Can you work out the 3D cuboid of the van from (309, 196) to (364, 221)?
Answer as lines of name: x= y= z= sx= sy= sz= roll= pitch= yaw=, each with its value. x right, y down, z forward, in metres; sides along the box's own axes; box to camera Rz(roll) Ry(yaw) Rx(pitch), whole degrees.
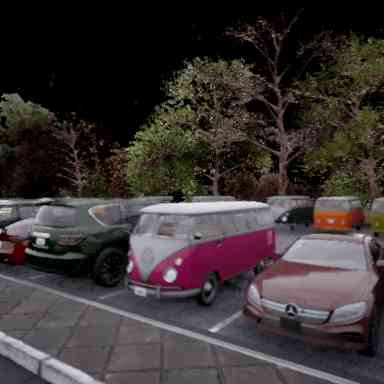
van: x=8.275 y=1.233 z=18.565 sx=1.878 sy=1.987 sz=4.442 roll=0 pitch=0 yaw=36

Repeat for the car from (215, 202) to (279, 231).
car: x=3.736 y=1.473 z=21.710 sx=2.097 sy=1.535 sz=5.008 roll=-1 pitch=-1 yaw=36

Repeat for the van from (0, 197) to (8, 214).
van: x=-6.378 y=1.290 z=12.731 sx=1.878 sy=1.987 sz=4.442 roll=-1 pitch=-1 yaw=36

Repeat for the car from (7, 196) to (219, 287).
car: x=-1.806 y=1.203 z=9.605 sx=2.435 sy=2.045 sz=5.566 roll=0 pitch=0 yaw=36

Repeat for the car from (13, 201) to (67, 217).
car: x=-16.474 y=1.820 z=36.307 sx=2.231 sy=1.521 sz=4.892 roll=-1 pitch=-1 yaw=36

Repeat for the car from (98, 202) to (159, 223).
car: x=-5.249 y=1.628 z=28.192 sx=2.231 sy=1.521 sz=4.892 roll=-1 pitch=-1 yaw=36

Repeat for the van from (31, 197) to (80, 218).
van: x=-14.159 y=1.555 z=34.785 sx=1.878 sy=1.987 sz=4.442 roll=-1 pitch=-1 yaw=36

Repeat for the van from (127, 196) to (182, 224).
van: x=-2.935 y=1.363 z=26.671 sx=1.878 sy=1.987 sz=4.442 roll=-1 pitch=-1 yaw=36

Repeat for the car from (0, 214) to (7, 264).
car: x=-4.035 y=1.507 z=11.217 sx=2.163 sy=1.488 sz=4.792 roll=0 pitch=0 yaw=36

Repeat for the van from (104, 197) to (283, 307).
van: x=0.358 y=1.234 z=7.861 sx=1.878 sy=1.987 sz=4.442 roll=0 pitch=0 yaw=36

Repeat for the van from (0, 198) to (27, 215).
van: x=-23.233 y=1.735 z=41.346 sx=1.878 sy=1.987 sz=4.442 roll=-1 pitch=-1 yaw=36

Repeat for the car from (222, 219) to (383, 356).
car: x=2.678 y=1.506 z=6.332 sx=2.002 sy=1.452 sz=4.674 roll=0 pitch=0 yaw=36

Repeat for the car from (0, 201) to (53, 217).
car: x=-18.821 y=1.857 z=37.783 sx=1.946 sy=1.575 sz=5.366 roll=-1 pitch=-1 yaw=36

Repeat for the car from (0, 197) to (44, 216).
car: x=-20.943 y=1.653 z=39.580 sx=2.435 sy=2.045 sz=5.566 roll=-1 pitch=-1 yaw=36

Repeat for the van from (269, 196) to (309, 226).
van: x=5.786 y=1.226 z=20.077 sx=1.878 sy=1.987 sz=4.442 roll=0 pitch=0 yaw=36

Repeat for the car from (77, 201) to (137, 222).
car: x=-7.493 y=1.665 z=29.816 sx=2.097 sy=1.535 sz=5.008 roll=-1 pitch=-1 yaw=36

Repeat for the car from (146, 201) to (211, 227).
car: x=-0.863 y=1.547 z=24.801 sx=1.946 sy=1.575 sz=5.366 roll=-1 pitch=-1 yaw=36

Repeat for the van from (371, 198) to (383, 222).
van: x=10.419 y=1.239 z=17.016 sx=1.878 sy=1.987 sz=4.442 roll=0 pitch=0 yaw=36
